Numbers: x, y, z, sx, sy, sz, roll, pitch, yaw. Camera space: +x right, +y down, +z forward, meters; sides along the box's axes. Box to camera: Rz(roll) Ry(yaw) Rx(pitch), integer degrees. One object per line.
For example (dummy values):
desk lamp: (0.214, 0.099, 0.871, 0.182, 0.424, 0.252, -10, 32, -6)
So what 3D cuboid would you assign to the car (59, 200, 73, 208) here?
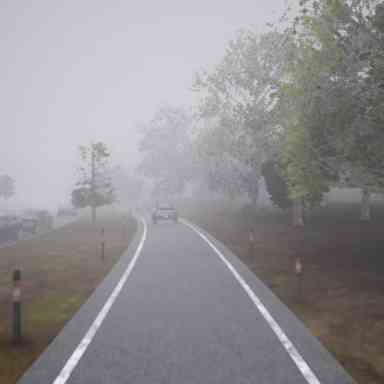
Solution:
car: (-26.397, 2.508, 69.653, 2.002, 1.452, 4.674, 1, -1, -29)

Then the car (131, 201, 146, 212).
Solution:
car: (-6.562, 1.846, 42.506, 1.895, 1.301, 4.718, -1, 0, -19)

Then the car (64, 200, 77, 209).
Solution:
car: (-23.538, 2.365, 64.217, 2.097, 1.535, 5.008, -2, 0, -23)

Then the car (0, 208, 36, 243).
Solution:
car: (-9.661, 1.755, 15.939, 2.231, 1.521, 4.892, 2, -1, -7)

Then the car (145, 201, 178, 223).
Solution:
car: (-2.268, 1.586, 26.087, 2.128, 1.511, 4.902, 0, 0, -10)

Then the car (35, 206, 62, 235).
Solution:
car: (-10.407, 1.815, 21.480, 2.231, 1.521, 4.892, 2, -1, -8)

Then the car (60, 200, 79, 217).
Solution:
car: (-13.731, 1.995, 37.171, 2.097, 1.535, 5.008, 0, -1, -15)
